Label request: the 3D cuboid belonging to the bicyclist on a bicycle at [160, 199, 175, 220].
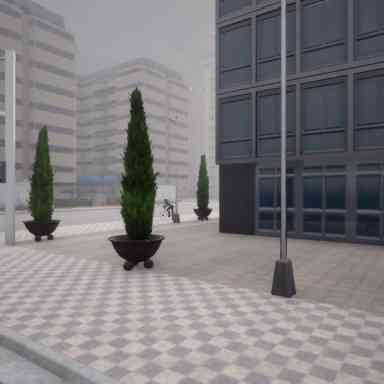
[{"bbox_3d":[-1.890,1.356,25.798,1.656,1.620,0.582,0,0,35],"label":"bicyclist on a bicycle"}]
